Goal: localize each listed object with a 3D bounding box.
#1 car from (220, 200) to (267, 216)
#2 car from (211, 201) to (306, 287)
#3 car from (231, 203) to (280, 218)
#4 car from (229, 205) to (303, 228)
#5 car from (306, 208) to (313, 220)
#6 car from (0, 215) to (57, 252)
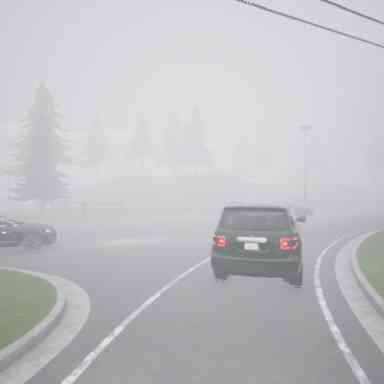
[{"bbox_3d":[5.736,1.720,36.783,4.902,1.511,2.128,0,0,-30],"label":"car"},{"bbox_3d":[2.129,1.287,9.861,2.150,2.045,5.566,0,0,18],"label":"car"},{"bbox_3d":[6.341,1.808,33.102,4.718,1.301,1.895,0,0,-30],"label":"car"},{"bbox_3d":[5.547,1.702,24.607,5.357,1.411,2.033,0,0,-30],"label":"car"},{"bbox_3d":[9.040,1.719,30.608,4.674,1.442,1.812,0,0,-30],"label":"car"},{"bbox_3d":[-7.918,1.566,12.950,4.902,1.511,2.128,0,0,-30],"label":"car"}]
